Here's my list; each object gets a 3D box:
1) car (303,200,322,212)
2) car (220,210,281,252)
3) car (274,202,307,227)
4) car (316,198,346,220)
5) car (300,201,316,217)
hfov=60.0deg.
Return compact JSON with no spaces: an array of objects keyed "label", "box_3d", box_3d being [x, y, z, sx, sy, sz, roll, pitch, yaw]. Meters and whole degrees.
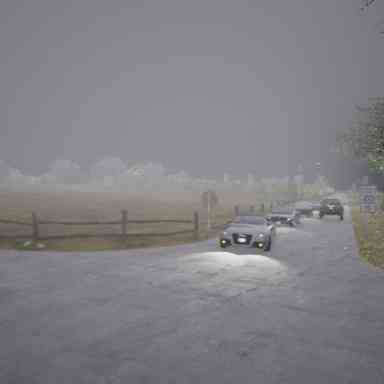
[{"label":"car","box_3d":[16.468,1.877,45.461,1.994,1.385,4.181,2,1,25]},{"label":"car","box_3d":[2.591,1.684,14.670,1.994,1.385,4.181,2,0,19]},{"label":"car","box_3d":[7.134,1.758,25.346,2.033,1.411,5.357,2,0,25]},{"label":"car","box_3d":[14.016,1.586,33.231,2.150,2.045,5.566,2,1,25]},{"label":"car","box_3d":[11.731,1.752,35.253,1.882,1.535,5.008,2,0,25]}]
